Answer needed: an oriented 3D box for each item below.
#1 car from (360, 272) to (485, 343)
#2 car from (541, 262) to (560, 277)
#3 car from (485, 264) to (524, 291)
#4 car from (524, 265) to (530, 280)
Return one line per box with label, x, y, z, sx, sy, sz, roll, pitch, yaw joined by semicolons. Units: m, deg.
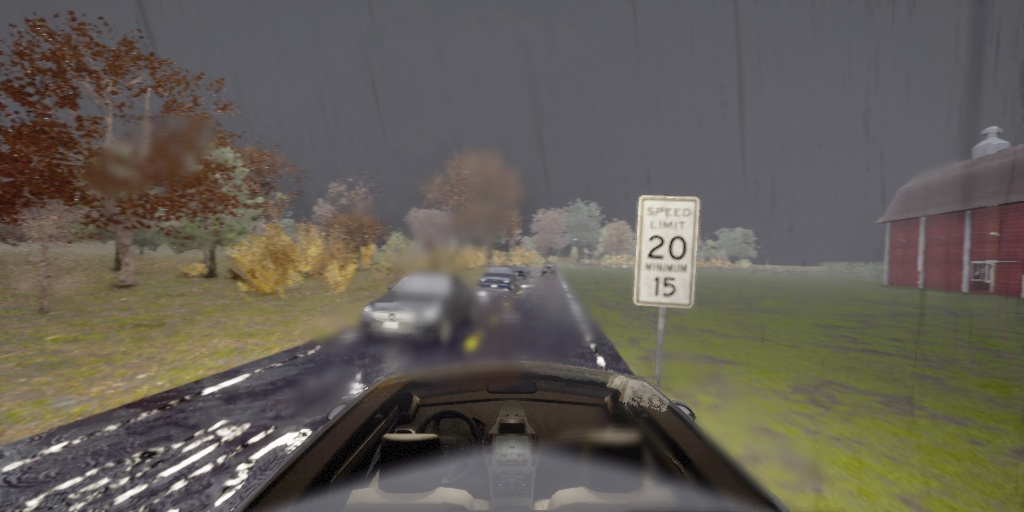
car;-2.180;1.185;9.631;1.812;1.442;4.674;3;0;7
car;4.358;1.586;40.939;1.837;1.490;4.892;3;0;7
car;-0.675;1.323;22.745;2.033;1.411;5.357;3;0;7
car;0.613;1.469;33.783;1.895;1.301;4.718;3;0;7
